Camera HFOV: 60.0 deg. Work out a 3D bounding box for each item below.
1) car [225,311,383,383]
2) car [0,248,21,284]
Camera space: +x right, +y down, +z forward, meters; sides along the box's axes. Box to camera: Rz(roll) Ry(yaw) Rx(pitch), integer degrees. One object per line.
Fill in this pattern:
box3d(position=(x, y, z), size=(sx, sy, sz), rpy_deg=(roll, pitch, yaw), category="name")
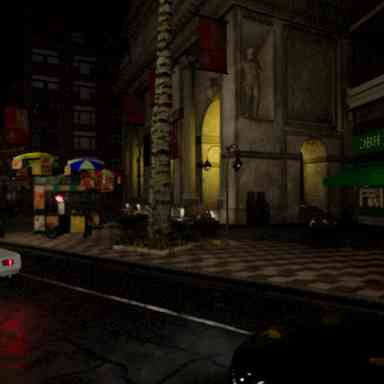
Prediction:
box3d(position=(2.509, 1.498, 2.042), size=(4.892, 1.490, 1.837), rpy_deg=(0, 0, 37), category="car")
box3d(position=(-6.435, 1.667, 8.458), size=(4.718, 1.301, 1.895), rpy_deg=(0, 0, 35), category="car")
